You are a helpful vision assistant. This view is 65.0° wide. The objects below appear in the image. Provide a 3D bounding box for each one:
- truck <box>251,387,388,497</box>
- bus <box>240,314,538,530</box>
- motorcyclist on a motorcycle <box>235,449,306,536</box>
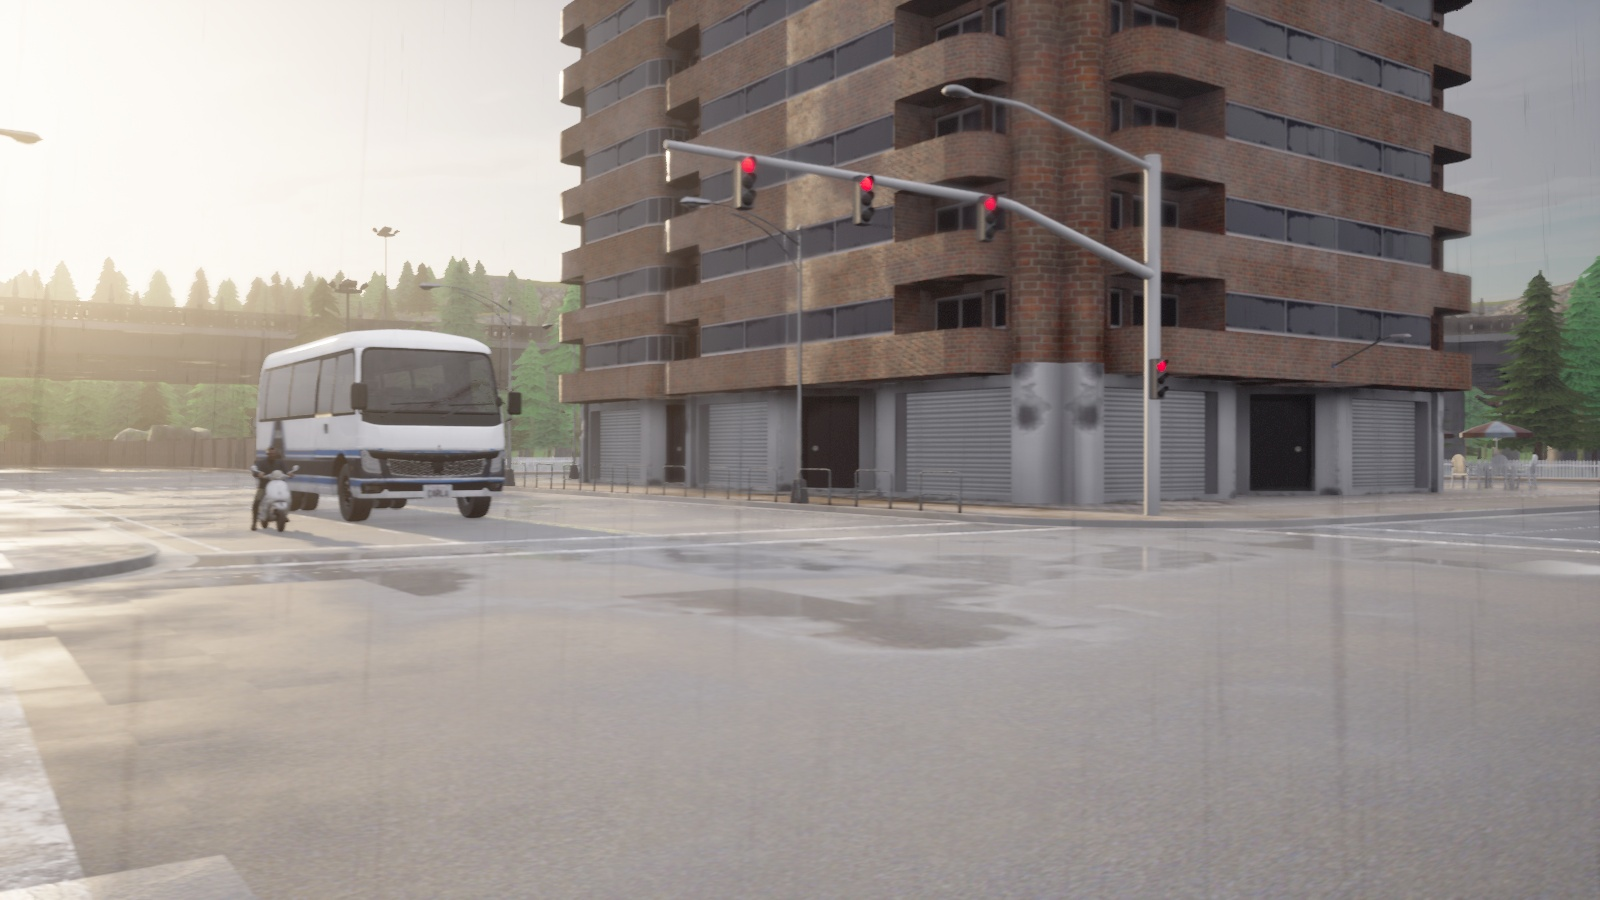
[{"bbox_3d":[-18.456,-0.268,47.893,2.891,3.827,8.468,0,0,-35],"label":"truck"},{"bbox_3d":[-10.221,-0.540,30.117,3.944,4.253,10.273,0,0,-35],"label":"bus"},{"bbox_3d":[-10.032,0.776,23.771,0.866,1.590,1.817,0,0,-35],"label":"motorcyclist on a motorcycle"}]
